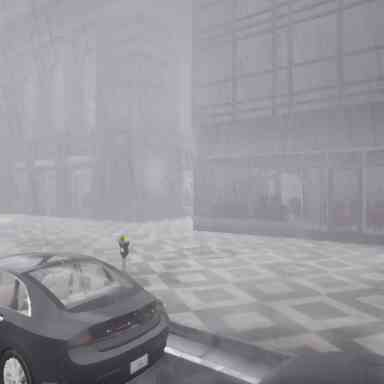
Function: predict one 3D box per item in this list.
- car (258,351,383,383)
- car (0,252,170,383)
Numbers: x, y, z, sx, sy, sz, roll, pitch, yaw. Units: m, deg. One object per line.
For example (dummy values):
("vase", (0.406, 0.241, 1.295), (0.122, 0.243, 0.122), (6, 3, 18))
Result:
("car", (2.273, 1.550, 1.453), (4.403, 1.369, 2.008), (0, 0, 36))
("car", (-2.325, 1.549, 4.733), (4.403, 1.369, 2.008), (0, 0, 36))
